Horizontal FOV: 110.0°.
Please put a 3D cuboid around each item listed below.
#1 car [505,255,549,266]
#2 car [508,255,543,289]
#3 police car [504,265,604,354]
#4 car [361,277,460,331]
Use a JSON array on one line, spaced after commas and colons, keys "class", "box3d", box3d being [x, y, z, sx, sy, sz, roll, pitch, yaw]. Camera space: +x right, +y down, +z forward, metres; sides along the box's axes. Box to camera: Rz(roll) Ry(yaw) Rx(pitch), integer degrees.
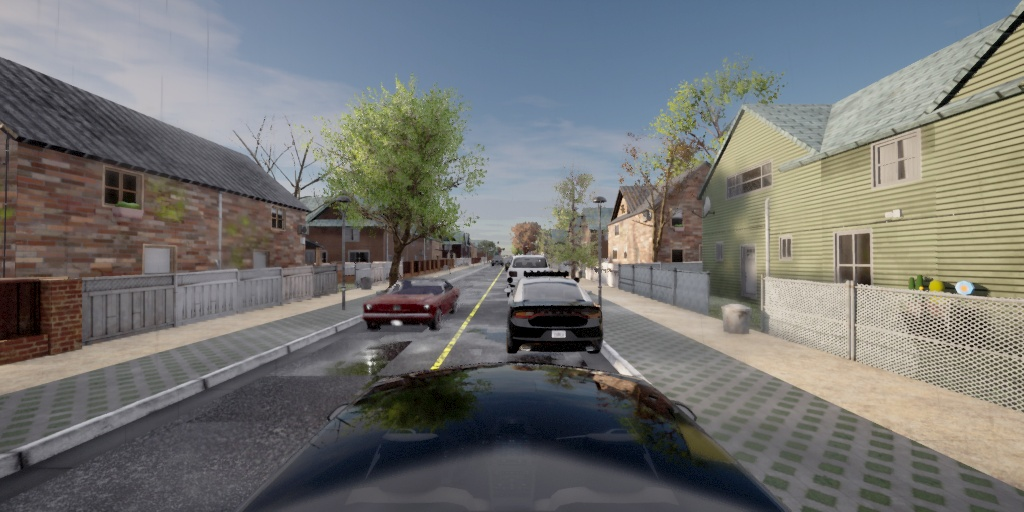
[{"class": "car", "box3d": [0.833, 0.978, 18.848, 2.150, 2.045, 5.566, 0, 0, 0]}, {"class": "car", "box3d": [0.836, 0.979, 24.849, 2.150, 2.045, 5.566, 0, 0, 0]}, {"class": "police car", "box3d": [0.828, 1.177, 8.925, 1.930, 1.638, 5.238, 0, 0, 0]}, {"class": "car", "box3d": [-2.846, 1.353, 11.082, 1.895, 1.301, 4.718, 0, 0, 0]}]
